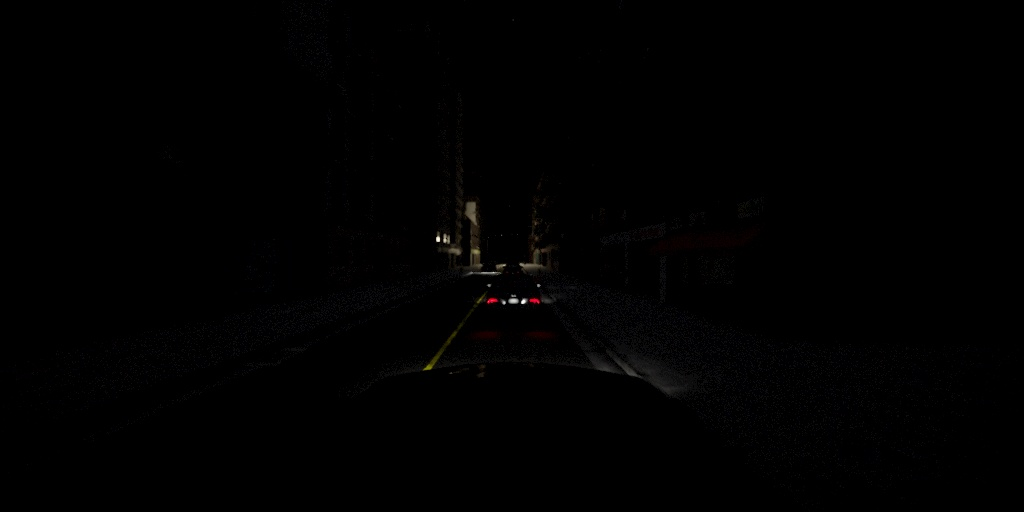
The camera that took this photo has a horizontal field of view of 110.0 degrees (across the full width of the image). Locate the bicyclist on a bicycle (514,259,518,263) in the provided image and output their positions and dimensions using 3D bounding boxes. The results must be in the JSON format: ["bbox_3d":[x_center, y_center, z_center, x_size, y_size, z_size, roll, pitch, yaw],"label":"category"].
[{"bbox_3d":[0.803,1.359,61.022,0.659,1.776,1.843,0,0,0],"label":"bicyclist on a bicycle"}]

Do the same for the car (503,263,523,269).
[{"bbox_3d":[0.080,1.412,35.185,1.812,1.442,4.674,0,0,0],"label":"car"}]

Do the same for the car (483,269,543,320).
[{"bbox_3d":[0.062,1.345,12.770,2.033,1.411,5.357,0,0,0],"label":"car"}]

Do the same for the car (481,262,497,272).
[{"bbox_3d":[-3.101,1.503,48.457,1.994,1.385,4.181,0,0,0],"label":"car"}]
